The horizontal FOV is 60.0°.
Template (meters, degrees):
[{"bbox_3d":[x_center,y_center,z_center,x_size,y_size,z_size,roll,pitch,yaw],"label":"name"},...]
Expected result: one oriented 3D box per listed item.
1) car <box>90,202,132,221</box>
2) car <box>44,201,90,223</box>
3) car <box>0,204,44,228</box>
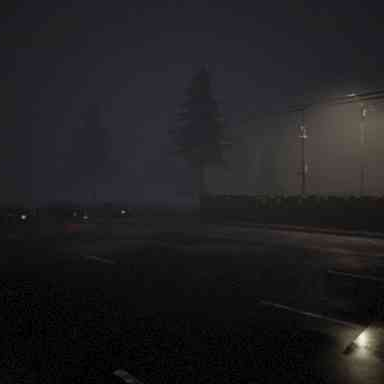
[{"bbox_3d":[-6.658,1.469,26.448,4.181,1.385,1.994,0,0,43],"label":"car"},{"bbox_3d":[-9.898,1.392,24.686,5.008,1.535,1.882,0,0,43],"label":"car"},{"bbox_3d":[-11.658,1.491,21.542,4.181,1.385,1.994,0,0,43],"label":"car"}]
